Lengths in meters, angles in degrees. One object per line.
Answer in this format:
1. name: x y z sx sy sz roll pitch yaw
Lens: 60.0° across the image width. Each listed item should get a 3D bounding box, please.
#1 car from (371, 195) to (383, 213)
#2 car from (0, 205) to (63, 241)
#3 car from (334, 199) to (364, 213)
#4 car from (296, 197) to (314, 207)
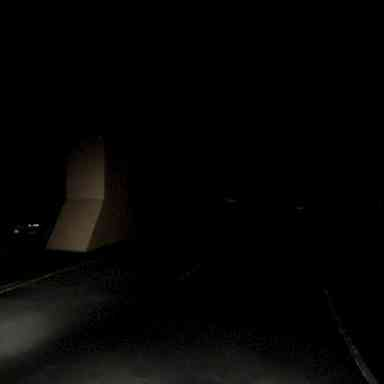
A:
1. car: 22.090 1.358 37.374 5.566 2.045 2.150 0 0 -43
2. car: -6.426 1.406 16.316 2.128 1.511 4.902 1 0 25
3. car: 18.254 1.575 38.514 5.008 1.535 1.882 0 0 -44
4. car: 17.166 1.572 51.734 4.892 1.490 1.837 1 0 -39
